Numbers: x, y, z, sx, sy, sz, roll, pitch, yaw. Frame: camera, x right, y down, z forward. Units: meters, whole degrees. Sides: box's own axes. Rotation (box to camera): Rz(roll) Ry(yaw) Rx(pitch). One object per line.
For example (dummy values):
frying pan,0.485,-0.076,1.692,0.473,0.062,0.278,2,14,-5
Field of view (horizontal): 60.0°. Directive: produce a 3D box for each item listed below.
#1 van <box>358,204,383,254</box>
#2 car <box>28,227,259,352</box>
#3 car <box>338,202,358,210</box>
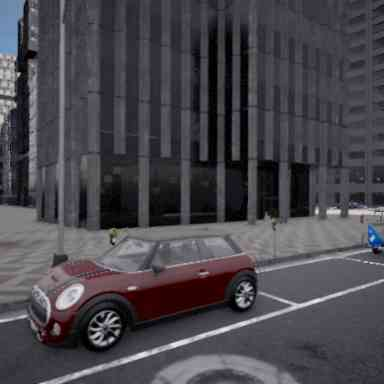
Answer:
van,8.196,1.421,12.496,3.998,1.788,1.690,0,0,-36
car,-0.739,1.456,6.122,4.097,1.590,1.967,0,0,-36
car,26.504,2.337,54.961,1.812,1.442,4.674,0,-1,-35
